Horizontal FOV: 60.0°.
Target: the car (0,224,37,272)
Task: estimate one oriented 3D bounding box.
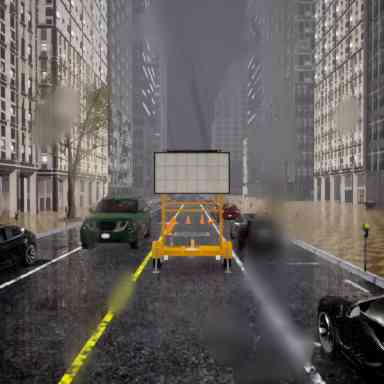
[{"bbox_3d":[-5.699,1.564,8.732,1.947,1.339,4.313,-1,0,0],"label":"car"}]

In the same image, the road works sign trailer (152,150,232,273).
[{"bbox_3d":[0.001,0.462,10.643,2.380,3.560,2.880,0,0,0],"label":"road works sign trailer"}]

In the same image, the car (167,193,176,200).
[{"bbox_3d":[-5.721,1.262,93.353,2.192,1.841,5.009,-1,0,0],"label":"car"}]

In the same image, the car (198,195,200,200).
[{"bbox_3d":[2.667,1.513,76.449,2.008,1.369,4.403,-1,0,0],"label":"car"}]

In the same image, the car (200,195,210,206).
[{"bbox_3d":[2.672,1.522,53.879,1.887,1.381,4.507,-1,0,0],"label":"car"}]

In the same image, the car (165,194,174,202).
[{"bbox_3d":[-5.714,1.487,76.259,1.752,1.417,4.829,-1,0,0],"label":"car"}]

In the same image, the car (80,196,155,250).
[{"bbox_3d":[-3.103,1.217,14.688,2.150,2.045,5.566,0,0,0],"label":"car"}]

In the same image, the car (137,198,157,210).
[{"bbox_3d":[-5.706,1.534,42.580,2.008,1.369,4.403,-1,0,0],"label":"car"}]

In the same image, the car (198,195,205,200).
[{"bbox_3d":[2.663,1.498,93.378,2.008,1.369,4.403,-1,0,0],"label":"car"}]

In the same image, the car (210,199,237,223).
[{"bbox_3d":[2.678,1.536,25.665,1.887,1.381,4.507,-1,0,0],"label":"car"}]

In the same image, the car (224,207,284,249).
[{"bbox_3d":[2.681,1.562,14.379,1.947,1.339,4.313,-1,0,0],"label":"car"}]

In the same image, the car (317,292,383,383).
[{"bbox_3d":[2.684,1.565,3.093,1.947,1.339,4.313,-1,0,0],"label":"car"}]

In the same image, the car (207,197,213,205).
[{"bbox_3d":[2.677,1.514,31.477,1.752,1.417,4.829,-1,0,0],"label":"car"}]
